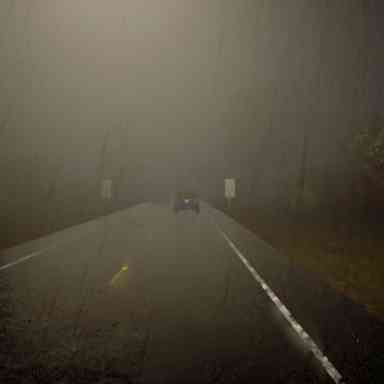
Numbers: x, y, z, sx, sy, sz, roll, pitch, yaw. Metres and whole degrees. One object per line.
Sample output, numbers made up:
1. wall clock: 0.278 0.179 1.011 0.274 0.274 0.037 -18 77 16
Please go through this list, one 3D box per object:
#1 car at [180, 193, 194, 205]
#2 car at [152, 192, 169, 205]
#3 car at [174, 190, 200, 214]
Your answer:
1. car: -0.697 0.899 47.576 1.882 1.535 5.008 0 1 -1
2. car: -4.235 0.849 45.673 2.097 1.767 4.553 0 1 -1
3. car: -0.471 0.839 30.144 2.150 2.045 5.566 0 1 -1
